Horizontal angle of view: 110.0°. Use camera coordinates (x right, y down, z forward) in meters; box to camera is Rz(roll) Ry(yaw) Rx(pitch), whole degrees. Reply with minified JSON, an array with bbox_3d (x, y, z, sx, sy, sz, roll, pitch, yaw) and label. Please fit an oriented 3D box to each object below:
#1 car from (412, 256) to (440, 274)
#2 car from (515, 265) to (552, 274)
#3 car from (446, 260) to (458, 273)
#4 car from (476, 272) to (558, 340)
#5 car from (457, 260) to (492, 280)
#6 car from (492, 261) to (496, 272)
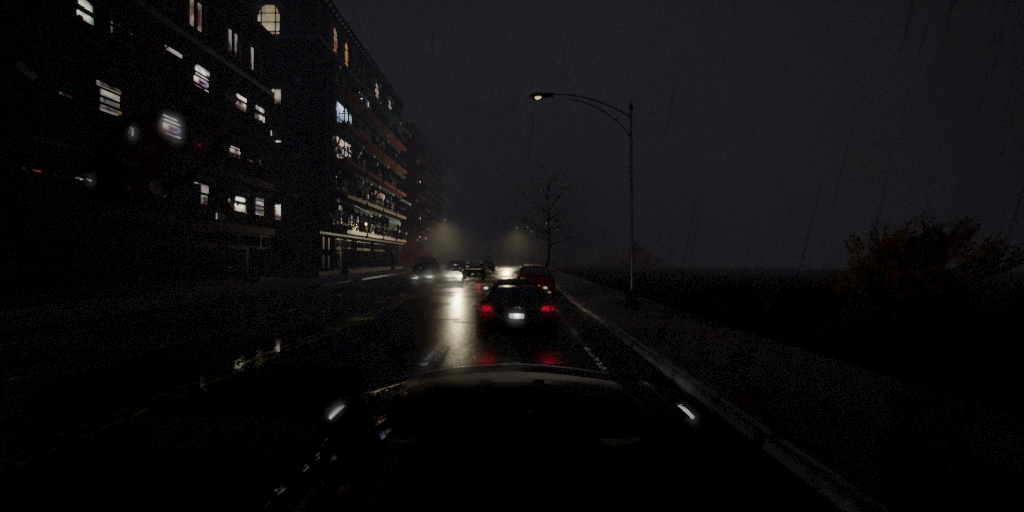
[{"bbox_3d":[-9.831,0.982,41.471,2.150,2.045,5.566,0,0,0],"label":"car"},{"bbox_3d":[1.145,1.234,18.945,1.882,1.535,5.008,0,0,0],"label":"car"},{"bbox_3d":[-6.581,1.266,42.668,1.837,1.490,4.892,0,0,0],"label":"car"},{"bbox_3d":[0.105,1.317,10.024,1.994,1.385,4.181,0,0,0],"label":"car"},{"bbox_3d":[-3.136,1.249,31.158,2.128,1.511,4.902,0,0,0],"label":"car"},{"bbox_3d":[-3.128,1.239,45.268,1.882,1.535,5.008,0,0,0],"label":"car"}]
